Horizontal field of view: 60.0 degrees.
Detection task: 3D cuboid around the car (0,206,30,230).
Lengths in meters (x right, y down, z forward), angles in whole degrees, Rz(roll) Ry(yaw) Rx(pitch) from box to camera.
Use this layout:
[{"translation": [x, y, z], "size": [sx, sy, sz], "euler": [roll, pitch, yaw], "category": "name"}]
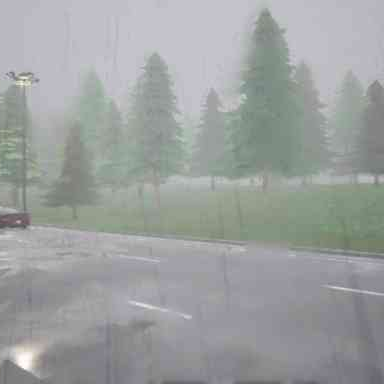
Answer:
[{"translation": [-12.489, 1.671, 21.525], "size": [5.008, 1.535, 1.882], "euler": [0, 0, 36], "category": "car"}]
